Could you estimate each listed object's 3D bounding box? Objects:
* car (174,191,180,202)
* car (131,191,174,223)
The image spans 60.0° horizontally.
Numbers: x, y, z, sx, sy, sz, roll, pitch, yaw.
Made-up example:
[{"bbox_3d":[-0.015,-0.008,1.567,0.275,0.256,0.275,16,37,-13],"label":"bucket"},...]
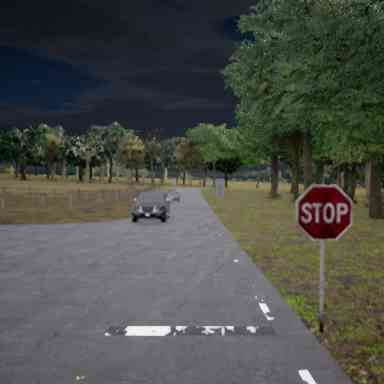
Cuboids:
[{"bbox_3d":[-2.644,0.589,45.930,2.128,1.511,4.902,0,2,0],"label":"car"},{"bbox_3d":[-2.697,0.961,22.999,2.150,2.045,5.566,0,1,0],"label":"car"}]
